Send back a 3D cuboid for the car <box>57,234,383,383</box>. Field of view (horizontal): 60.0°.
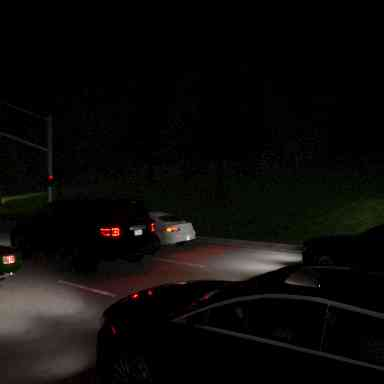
[{"bbox_3d":[1.110,1.492,3.199,4.902,1.511,2.128,0,0,35],"label":"car"}]

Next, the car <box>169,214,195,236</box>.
[{"bbox_3d":[-2.022,1.526,13.983,4.674,1.442,1.812,0,0,36],"label":"car"}]

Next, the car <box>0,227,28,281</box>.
[{"bbox_3d":[-6.433,1.601,8.532,4.718,1.301,1.895,0,0,36],"label":"car"}]

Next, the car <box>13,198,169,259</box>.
[{"bbox_3d":[-3.668,1.221,10.853,5.566,2.045,2.150,0,0,36],"label":"car"}]

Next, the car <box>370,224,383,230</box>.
[{"bbox_3d":[5.328,1.526,8.769,4.674,1.442,1.812,0,0,35],"label":"car"}]

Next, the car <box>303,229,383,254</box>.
[{"bbox_3d":[4.704,1.547,4.939,5.357,1.411,2.033,0,0,35],"label":"car"}]
